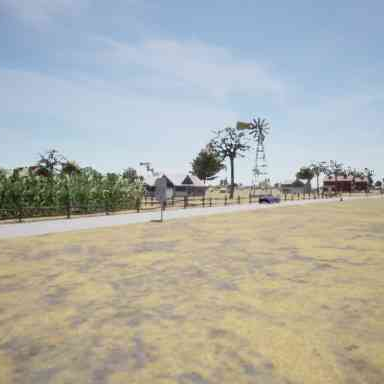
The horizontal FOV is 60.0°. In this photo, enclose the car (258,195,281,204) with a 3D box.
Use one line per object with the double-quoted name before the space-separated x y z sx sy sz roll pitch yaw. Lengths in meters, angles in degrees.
"car" 11.996 1.148 51.476 1.895 1.301 4.718 0 0 36
